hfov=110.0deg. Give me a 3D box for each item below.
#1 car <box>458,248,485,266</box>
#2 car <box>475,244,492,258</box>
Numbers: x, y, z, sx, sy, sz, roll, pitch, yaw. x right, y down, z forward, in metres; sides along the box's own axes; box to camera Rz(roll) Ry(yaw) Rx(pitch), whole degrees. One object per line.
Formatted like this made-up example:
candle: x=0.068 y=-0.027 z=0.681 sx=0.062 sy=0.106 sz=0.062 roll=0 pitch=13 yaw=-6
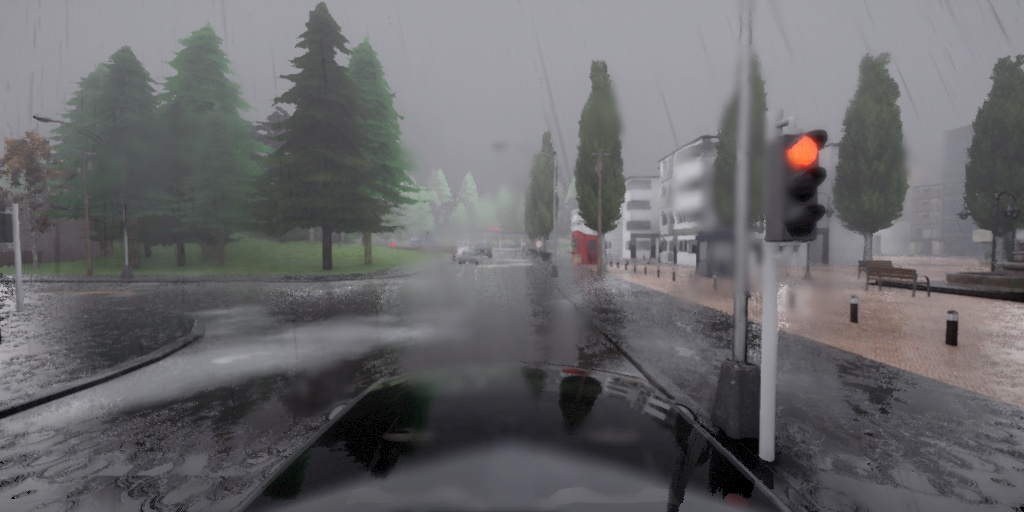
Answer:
car: x=-4.082 y=0.205 z=35.149 sx=1.895 sy=1.301 sz=4.718 roll=0 pitch=2 yaw=0
car: x=-4.037 y=-0.743 z=51.836 sx=2.150 sy=2.045 sz=5.566 roll=0 pitch=2 yaw=1
